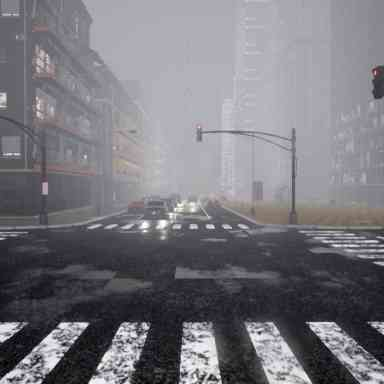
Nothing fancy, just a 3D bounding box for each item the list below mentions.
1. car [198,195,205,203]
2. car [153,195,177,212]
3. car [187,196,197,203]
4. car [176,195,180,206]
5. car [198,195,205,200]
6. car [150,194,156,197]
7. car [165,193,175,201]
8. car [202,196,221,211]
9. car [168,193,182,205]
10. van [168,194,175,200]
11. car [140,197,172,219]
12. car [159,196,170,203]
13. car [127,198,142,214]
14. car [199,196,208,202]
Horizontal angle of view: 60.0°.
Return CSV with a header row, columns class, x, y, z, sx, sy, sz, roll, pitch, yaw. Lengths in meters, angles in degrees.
class,x,y,z,sx,sy,sz,roll,pitch,yaw
car,2.631,1.551,63.715,2.008,1.369,4.403,-1,0,0
car,-3.105,1.473,38.928,1.882,1.535,5.008,0,0,0
car,0.084,1.479,69.298,1.882,1.535,5.008,0,0,0
car,-3.102,1.522,48.811,1.812,1.442,4.674,0,0,0
car,2.622,1.535,92.131,1.752,1.417,4.829,-1,0,0
car,-5.712,1.436,41.060,1.967,1.590,4.097,-1,0,0
car,-5.726,1.322,86.252,2.192,1.841,5.009,-1,0,0
car,2.636,1.540,41.120,1.887,1.381,4.507,-1,0,0
car,-3.050,1.220,59.767,2.150,2.045,5.566,0,0,1
van,-5.727,1.350,91.900,1.690,1.788,3.998,-1,0,0
car,-3.106,1.501,29.382,1.837,1.490,4.892,0,0,0
car,-5.718,1.584,69.305,1.802,1.307,4.206,-1,0,0
car,-5.709,1.540,35.411,1.887,1.381,4.507,-1,0,0
car,2.628,1.548,75.014,1.887,1.381,4.507,-1,0,0
